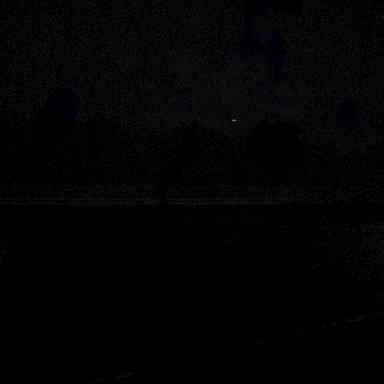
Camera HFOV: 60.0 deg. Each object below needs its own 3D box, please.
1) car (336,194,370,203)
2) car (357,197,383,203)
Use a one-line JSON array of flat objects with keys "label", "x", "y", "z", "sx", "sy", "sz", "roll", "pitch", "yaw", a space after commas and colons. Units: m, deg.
[{"label": "car", "x": 23.806, "y": 1.309, "z": 48.814, "sx": 5.566, "sy": 2.045, "sz": 2.150, "roll": 0, "pitch": 0, "yaw": -25}, {"label": "car", "x": 25.484, "y": 1.697, "z": 45.741, "sx": 4.718, "sy": 1.301, "sz": 1.895, "roll": 0, "pitch": 0, "yaw": -25}]
